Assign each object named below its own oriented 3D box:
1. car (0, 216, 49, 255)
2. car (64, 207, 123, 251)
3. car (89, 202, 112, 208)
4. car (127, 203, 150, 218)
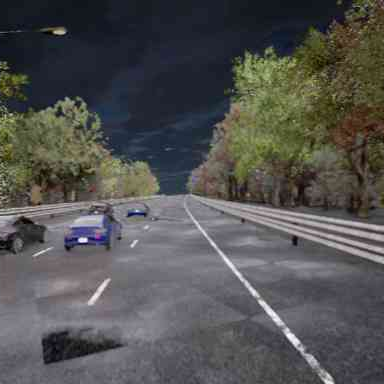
[{"bbox_3d":[-7.738,1.734,14.193,1.812,1.442,4.674,-1,0,-3],"label":"car"},{"bbox_3d":[-4.263,1.658,14.862,1.812,1.442,4.674,-1,0,-3],"label":"car"},{"bbox_3d":[-8.635,1.744,32.125,1.837,1.490,4.892,3,-3,-3],"label":"car"},{"bbox_3d":[-5.304,1.765,33.507,1.994,1.385,4.181,-1,0,-3],"label":"car"}]
